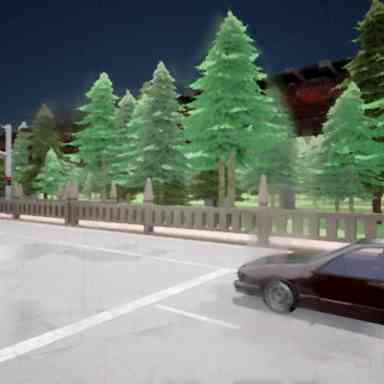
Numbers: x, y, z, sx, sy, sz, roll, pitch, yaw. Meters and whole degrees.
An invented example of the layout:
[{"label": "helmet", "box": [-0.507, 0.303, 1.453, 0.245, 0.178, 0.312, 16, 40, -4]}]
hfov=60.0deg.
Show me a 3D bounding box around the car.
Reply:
[{"label": "car", "box": [3.436, 1.545, 5.821, 5.357, 1.411, 2.033, 0, 0, 36]}]
